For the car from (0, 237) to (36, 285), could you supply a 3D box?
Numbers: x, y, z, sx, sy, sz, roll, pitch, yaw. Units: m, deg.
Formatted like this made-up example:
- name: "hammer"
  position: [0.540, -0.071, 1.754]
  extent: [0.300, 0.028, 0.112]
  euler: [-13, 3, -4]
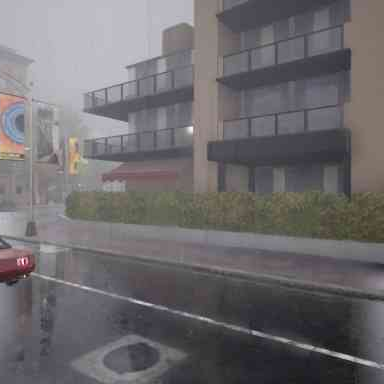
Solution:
- name: "car"
  position: [-5.991, 1.601, 8.255]
  extent: [4.718, 1.301, 1.895]
  euler: [0, 0, 35]
